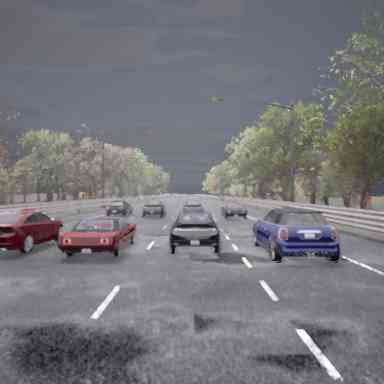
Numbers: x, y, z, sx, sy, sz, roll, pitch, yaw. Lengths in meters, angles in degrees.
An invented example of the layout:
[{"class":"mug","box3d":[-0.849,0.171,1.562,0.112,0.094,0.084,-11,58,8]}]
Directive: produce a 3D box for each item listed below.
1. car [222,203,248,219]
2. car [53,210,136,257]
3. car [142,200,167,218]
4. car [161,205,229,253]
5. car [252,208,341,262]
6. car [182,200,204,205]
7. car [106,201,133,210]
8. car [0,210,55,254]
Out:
[{"class":"car","box3d":[3.605,1.625,29.323,1.895,1.301,4.718,0,0,0]},{"class":"car","box3d":[-3.397,1.607,12.938,1.895,1.301,4.718,0,0,0]},{"class":"car","box3d":[-3.396,1.517,30.639,2.128,1.511,4.902,0,0,0]},{"class":"car","box3d":[0.103,1.499,13.705,2.128,1.511,4.902,0,0,0]},{"class":"car","box3d":[3.602,1.359,12.308,2.097,1.767,4.553,0,0,0]},{"class":"car","box3d":[0.104,1.517,30.672,2.128,1.511,4.902,0,0,0]},{"class":"car","box3d":[-6.894,1.552,31.796,1.812,1.442,4.674,0,0,0]},{"class":"car","box3d":[-6.898,1.484,13.573,1.882,1.535,5.008,0,0,0]}]
